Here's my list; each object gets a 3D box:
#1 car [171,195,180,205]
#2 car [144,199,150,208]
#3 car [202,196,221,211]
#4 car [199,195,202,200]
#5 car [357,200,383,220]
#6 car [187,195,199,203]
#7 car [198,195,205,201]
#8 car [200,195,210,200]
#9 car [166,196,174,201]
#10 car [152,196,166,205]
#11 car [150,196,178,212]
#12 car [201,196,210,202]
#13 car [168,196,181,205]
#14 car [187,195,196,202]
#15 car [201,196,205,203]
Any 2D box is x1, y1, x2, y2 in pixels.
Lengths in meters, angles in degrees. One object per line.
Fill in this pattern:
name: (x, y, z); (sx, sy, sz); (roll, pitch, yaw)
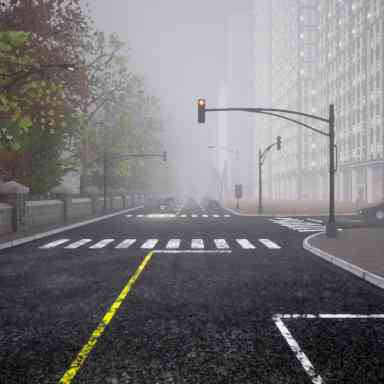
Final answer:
car: (-3.139, 1.531, 48.033); (1.837, 1.490, 4.892); (0, 0, 0)
car: (-5.730, 1.608, 47.149); (1.802, 1.307, 4.206); (0, 0, 0)
car: (2.655, 1.587, 41.523); (1.947, 1.339, 4.313); (0, 0, 0)
car: (3.052, 1.406, 69.806); (2.097, 1.767, 4.553); (0, 0, 0)
car: (14.933, 1.239, 24.747); (4.892, 1.490, 1.837); (-1, 0, 0)
car: (-0.061, 1.578, 69.224); (1.812, 1.442, 4.674); (0, 0, 0)
car: (2.611, 1.642, 92.214); (2.008, 1.369, 4.403); (0, 0, 0)
car: (2.645, 1.597, 52.789); (1.947, 1.339, 4.313); (0, 0, 0)
car: (-5.765, 1.626, 86.575); (1.887, 1.381, 4.507); (0, 0, 0)
car: (-5.740, 1.478, 58.414); (1.967, 1.590, 4.097); (0, 0, 0)
car: (-3.135, 1.509, 38.214); (2.128, 1.511, 4.902); (0, 0, 0)
car: (3.082, 1.590, 76.836); (1.812, 1.442, 4.674); (0, 0, 0)
car: (-3.124, 1.530, 59.991); (2.128, 1.511, 4.902); (0, 0, 0)
car: (-0.069, 1.482, 78.807); (2.033, 1.411, 5.357); (0, 0, 0)
car: (2.650, 1.592, 47.156); (1.947, 1.339, 4.313); (0, 0, 0)
